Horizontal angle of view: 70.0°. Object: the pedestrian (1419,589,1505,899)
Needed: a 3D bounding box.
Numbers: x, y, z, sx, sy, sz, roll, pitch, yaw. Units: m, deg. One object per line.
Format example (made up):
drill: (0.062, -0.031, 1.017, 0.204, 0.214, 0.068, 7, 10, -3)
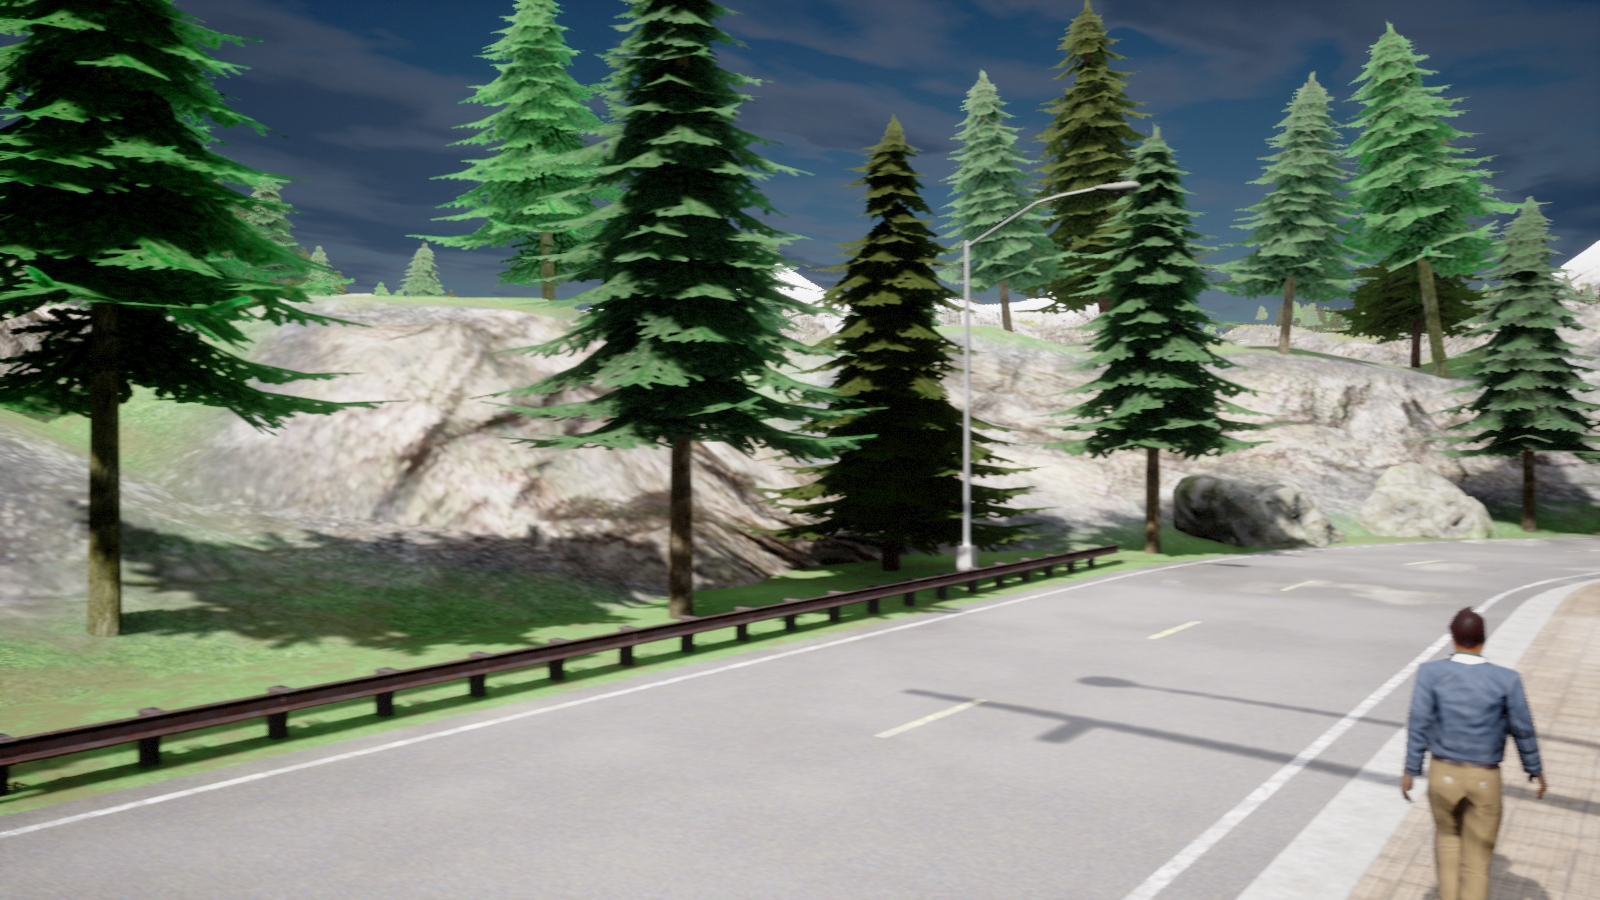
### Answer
pedestrian: (3.447, 1.686, 5.944, 0.375, 1.860, 0.375, 0, 0, 32)
